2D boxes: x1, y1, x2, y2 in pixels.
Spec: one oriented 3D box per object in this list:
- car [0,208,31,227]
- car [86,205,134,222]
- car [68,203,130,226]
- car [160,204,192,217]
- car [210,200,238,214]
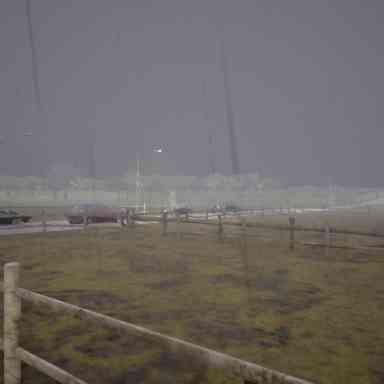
[{"bbox_3d":[-13.967,1.811,23.175,1.895,1.301,4.718,1,-1,35],"label":"car"},{"bbox_3d":[-7.807,2.003,31.930,1.994,1.385,4.181,1,-1,35],"label":"car"},{"bbox_3d":[-7.653,1.750,27.056,2.097,1.767,4.553,1,-1,36],"label":"car"},{"bbox_3d":[-1.879,2.172,40.327,2.128,1.511,4.902,1,-1,35],"label":"car"},{"bbox_3d":[4.831,2.199,49.771,2.150,2.045,5.566,1,-1,36],"label":"car"}]
